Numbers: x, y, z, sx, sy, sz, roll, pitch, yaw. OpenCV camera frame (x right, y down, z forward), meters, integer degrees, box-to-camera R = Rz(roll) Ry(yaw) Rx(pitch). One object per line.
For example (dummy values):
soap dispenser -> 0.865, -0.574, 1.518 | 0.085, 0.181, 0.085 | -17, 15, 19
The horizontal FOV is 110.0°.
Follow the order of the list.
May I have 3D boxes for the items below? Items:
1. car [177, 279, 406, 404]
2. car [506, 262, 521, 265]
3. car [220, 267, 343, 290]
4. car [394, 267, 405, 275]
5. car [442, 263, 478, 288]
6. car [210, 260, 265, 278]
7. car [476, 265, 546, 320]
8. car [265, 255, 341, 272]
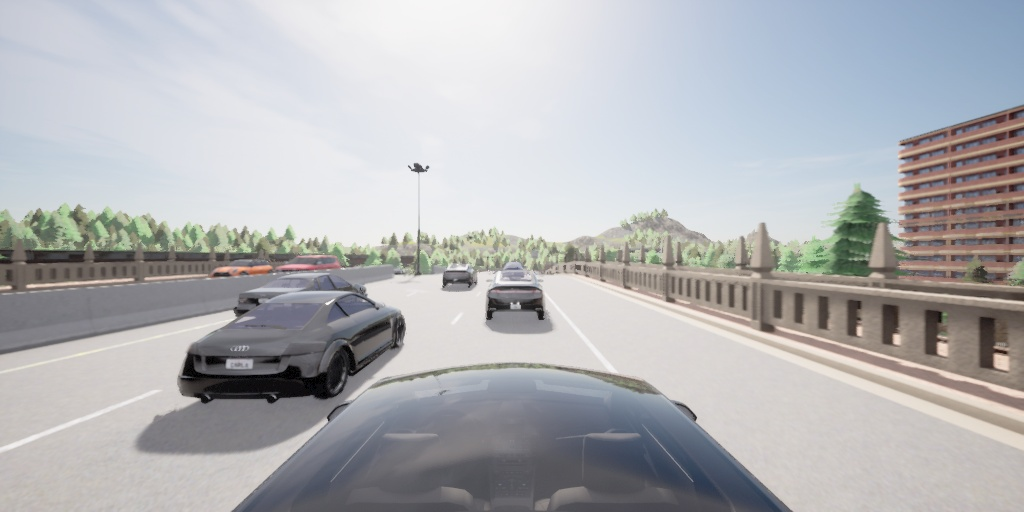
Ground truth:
car -> -3.393, 1.313, 6.471 | 1.994, 1.385, 4.181 | 0, 0, 0
car -> 0.106, 1.274, 31.138 | 1.812, 1.442, 4.674 | 0, 0, 0
car -> -6.898, 1.295, 12.463 | 2.033, 1.411, 5.357 | 0, 0, 0
car -> -17.489, 2.420, 54.278 | 1.994, 1.385, 4.181 | 0, -6, 0
car -> -3.396, 1.238, 23.941 | 2.128, 1.511, 4.902 | 0, 0, 0
car -> -21.077, 1.096, 28.202 | 2.097, 1.767, 4.553 | 0, 0, 0
car -> 0.103, 1.240, 12.689 | 2.128, 1.511, 4.902 | 0, 0, 0
car -> -14.083, 0.967, 25.060 | 2.150, 2.045, 5.566 | 0, 0, 0
